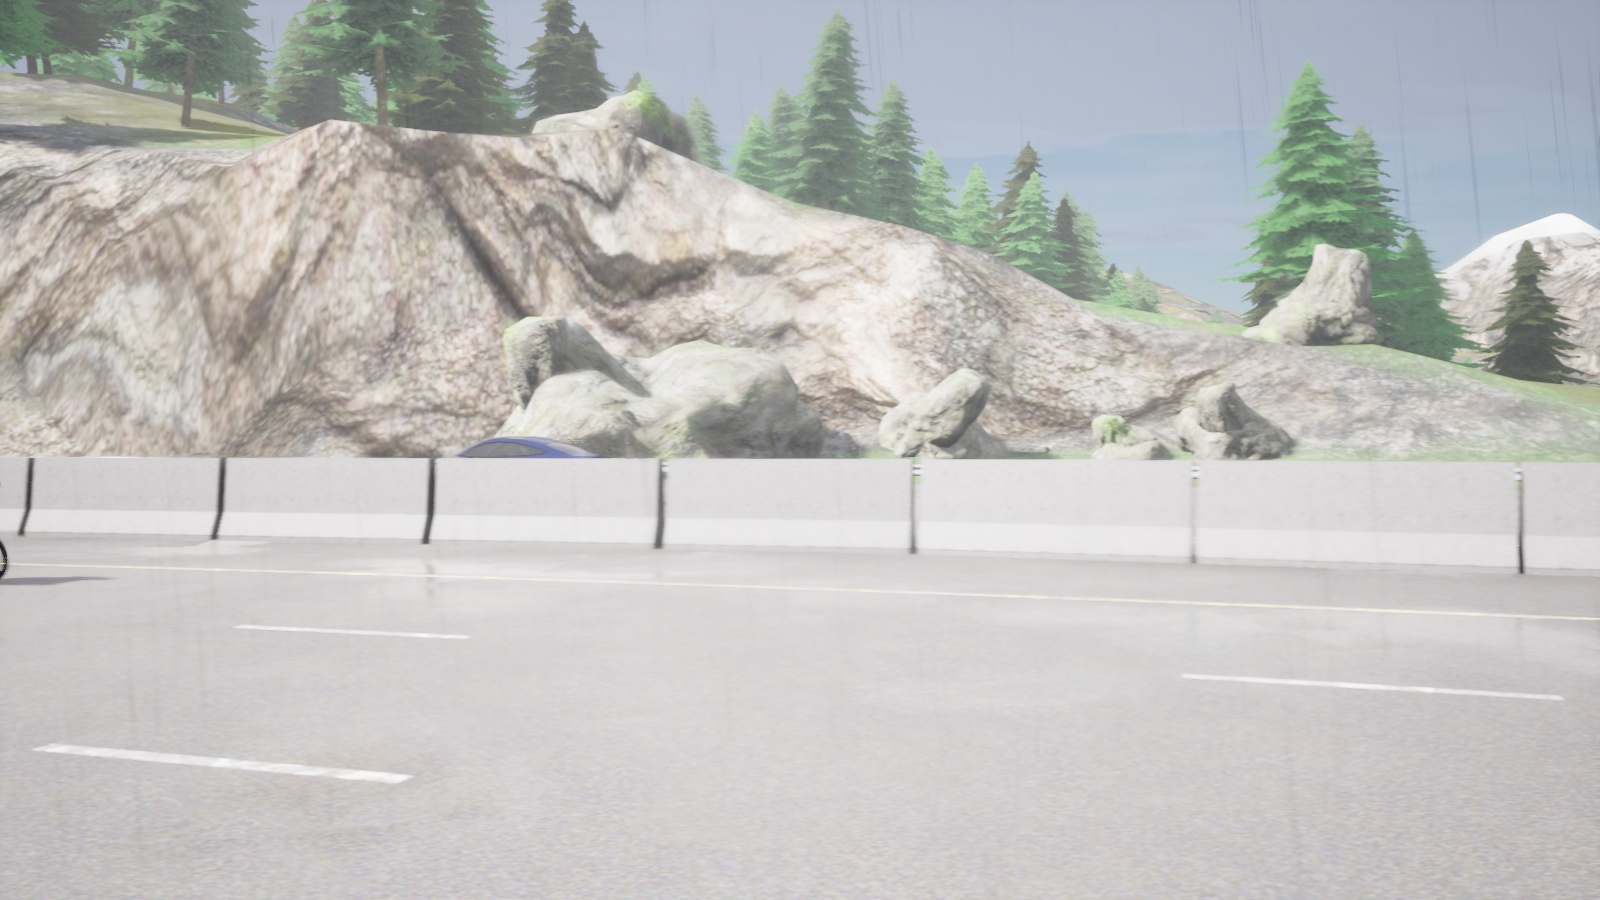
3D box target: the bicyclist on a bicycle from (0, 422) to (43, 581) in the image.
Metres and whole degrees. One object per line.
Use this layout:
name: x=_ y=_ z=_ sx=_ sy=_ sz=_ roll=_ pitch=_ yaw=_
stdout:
bicyclist on a bicycle: x=-8.836 y=0.518 z=13.026 sx=1.509 sy=1.612 sz=0.866 roll=0 pitch=1 yaw=14

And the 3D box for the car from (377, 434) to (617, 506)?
car: x=-6.451 y=0.389 z=26.889 sx=4.674 sy=1.442 sz=1.812 roll=0 pitch=1 yaw=14
